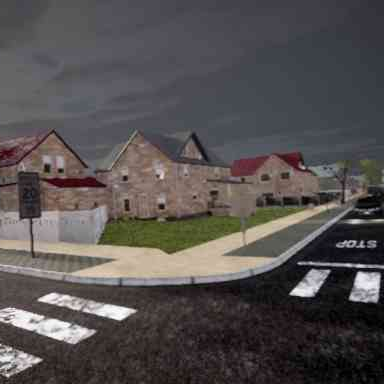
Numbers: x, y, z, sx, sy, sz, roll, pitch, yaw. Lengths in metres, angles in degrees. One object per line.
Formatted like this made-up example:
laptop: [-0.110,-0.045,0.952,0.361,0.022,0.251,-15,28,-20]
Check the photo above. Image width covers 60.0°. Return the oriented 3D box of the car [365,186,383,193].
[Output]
car: [25.718,0.260,46.784,2.150,2.045,5.566,-4,-1,30]

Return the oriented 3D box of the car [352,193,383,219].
car: [12.944,1.096,24.487,1.812,1.442,4.674,-4,-1,30]
